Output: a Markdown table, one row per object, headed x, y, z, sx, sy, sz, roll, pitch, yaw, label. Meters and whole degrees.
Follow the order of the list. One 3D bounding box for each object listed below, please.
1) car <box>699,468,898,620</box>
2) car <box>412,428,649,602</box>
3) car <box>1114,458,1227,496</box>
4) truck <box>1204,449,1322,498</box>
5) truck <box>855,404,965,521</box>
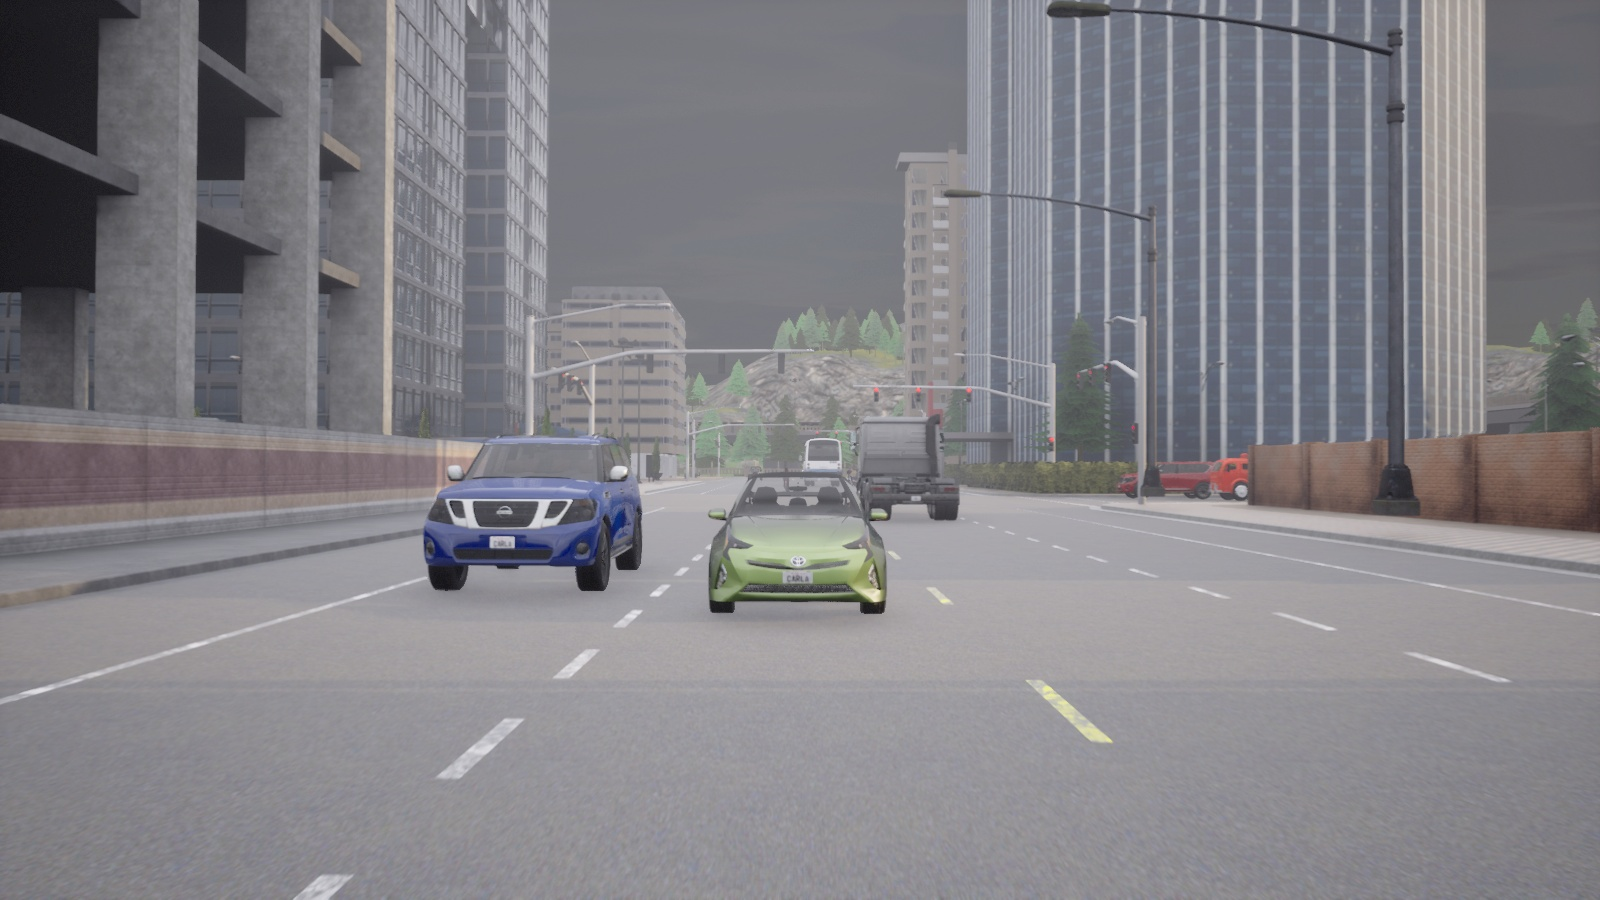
| x | y | z | sx | sy | sz | roll | pitch | yaw | label |
| --- | --- | --- | --- | --- | --- | --- | --- | --- | --- |
| -0.020 | 0.983 | 14.954 | 2.007 | 1.525 | 4.514 | 0 | -1 | 0 | car |
| -3.524 | 0.810 | 17.662 | 2.150 | 2.045 | 5.566 | 0 | -1 | 0 | car |
| 20.256 | 1.481 | 68.809 | 5.566 | 2.045 | 2.150 | 0 | -1 | -1 | car |
| 24.037 | 1.214 | 65.352 | 5.204 | 2.467 | 2.627 | 0 | -1 | -1 | truck |
| 3.436 | 0.436 | 41.332 | 2.891 | 3.462 | 7.936 | 0 | -1 | 0 | truck |
